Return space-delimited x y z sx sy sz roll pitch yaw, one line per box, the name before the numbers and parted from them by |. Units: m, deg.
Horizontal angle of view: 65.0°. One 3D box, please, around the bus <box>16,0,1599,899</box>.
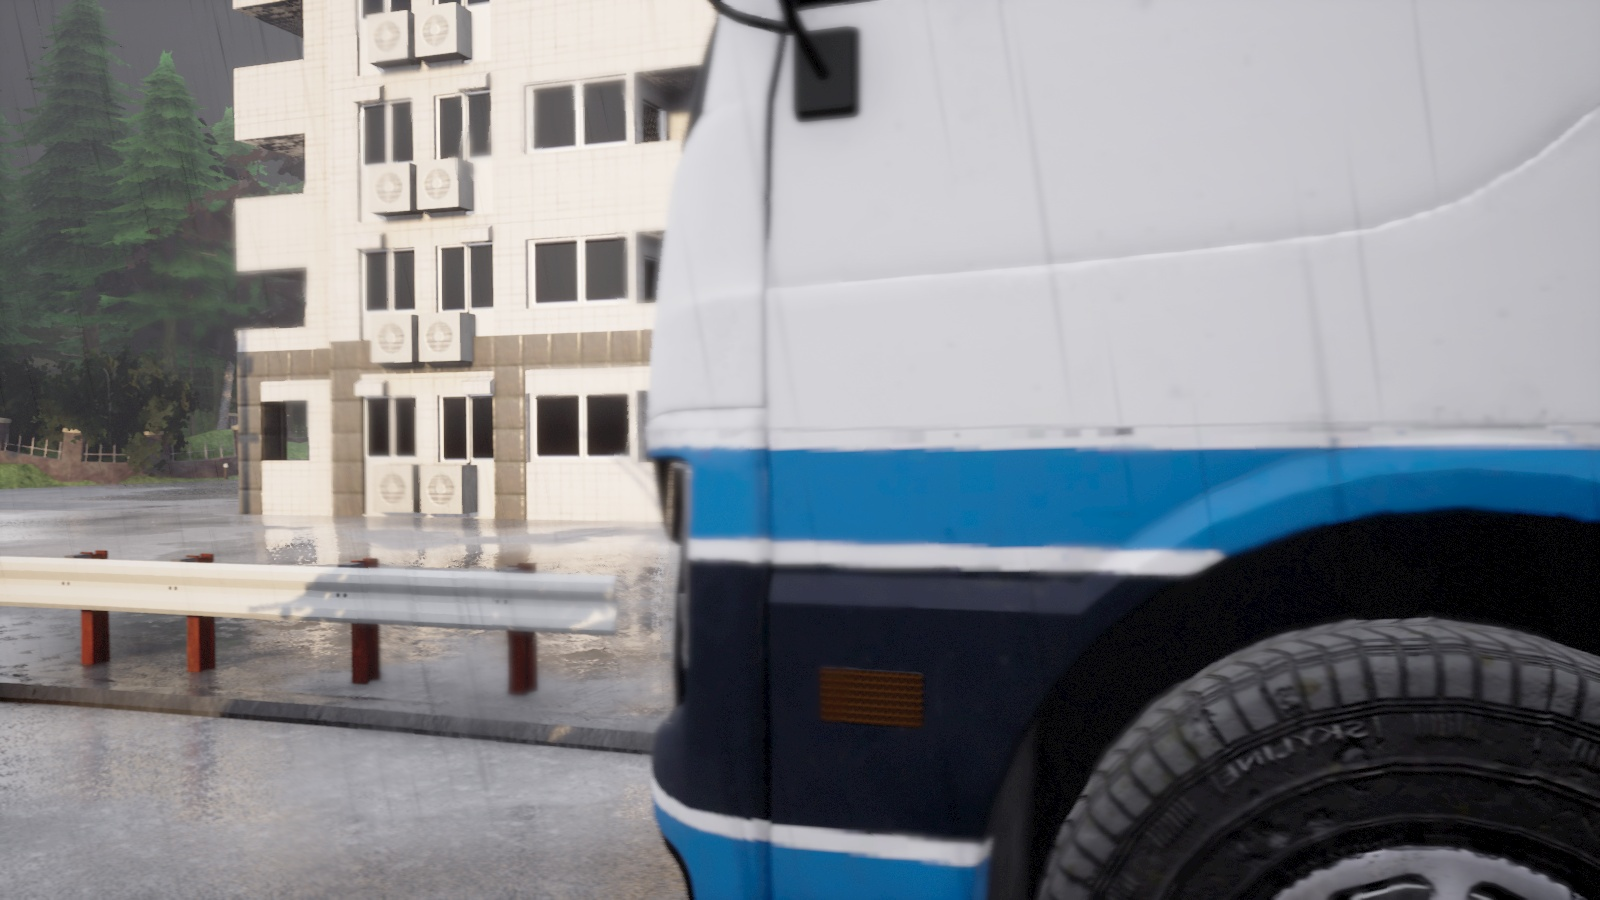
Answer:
bus | 4.188 -0.582 2.247 10.273 4.253 3.944 0 1 20
